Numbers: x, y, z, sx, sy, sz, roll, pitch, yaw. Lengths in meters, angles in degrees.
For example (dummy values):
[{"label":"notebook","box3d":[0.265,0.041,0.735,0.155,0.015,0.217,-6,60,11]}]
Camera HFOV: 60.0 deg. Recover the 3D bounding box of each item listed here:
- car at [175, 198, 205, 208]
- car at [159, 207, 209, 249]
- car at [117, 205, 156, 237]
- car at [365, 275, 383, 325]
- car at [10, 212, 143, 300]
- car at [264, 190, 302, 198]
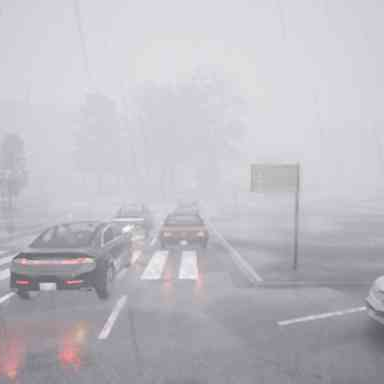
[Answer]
[{"label":"car","box3d":[-0.155,1.175,24.567,2.128,1.511,4.902,1,3,7]},{"label":"car","box3d":[-0.372,1.567,14.513,1.895,1.301,4.718,0,1,-2]},{"label":"car","box3d":[-2.988,1.411,17.530,2.128,1.511,4.902,0,1,-1]},{"label":"car","box3d":[5.039,1.501,5.372,4.674,1.452,2.002,1,0,-22]},{"label":"car","box3d":[-2.661,1.483,8.389,2.128,1.511,4.902,0,0,-2]},{"label":"car","box3d":[11.534,0.015,41.990,4.718,1.301,1.895,-2,5,-24]}]
